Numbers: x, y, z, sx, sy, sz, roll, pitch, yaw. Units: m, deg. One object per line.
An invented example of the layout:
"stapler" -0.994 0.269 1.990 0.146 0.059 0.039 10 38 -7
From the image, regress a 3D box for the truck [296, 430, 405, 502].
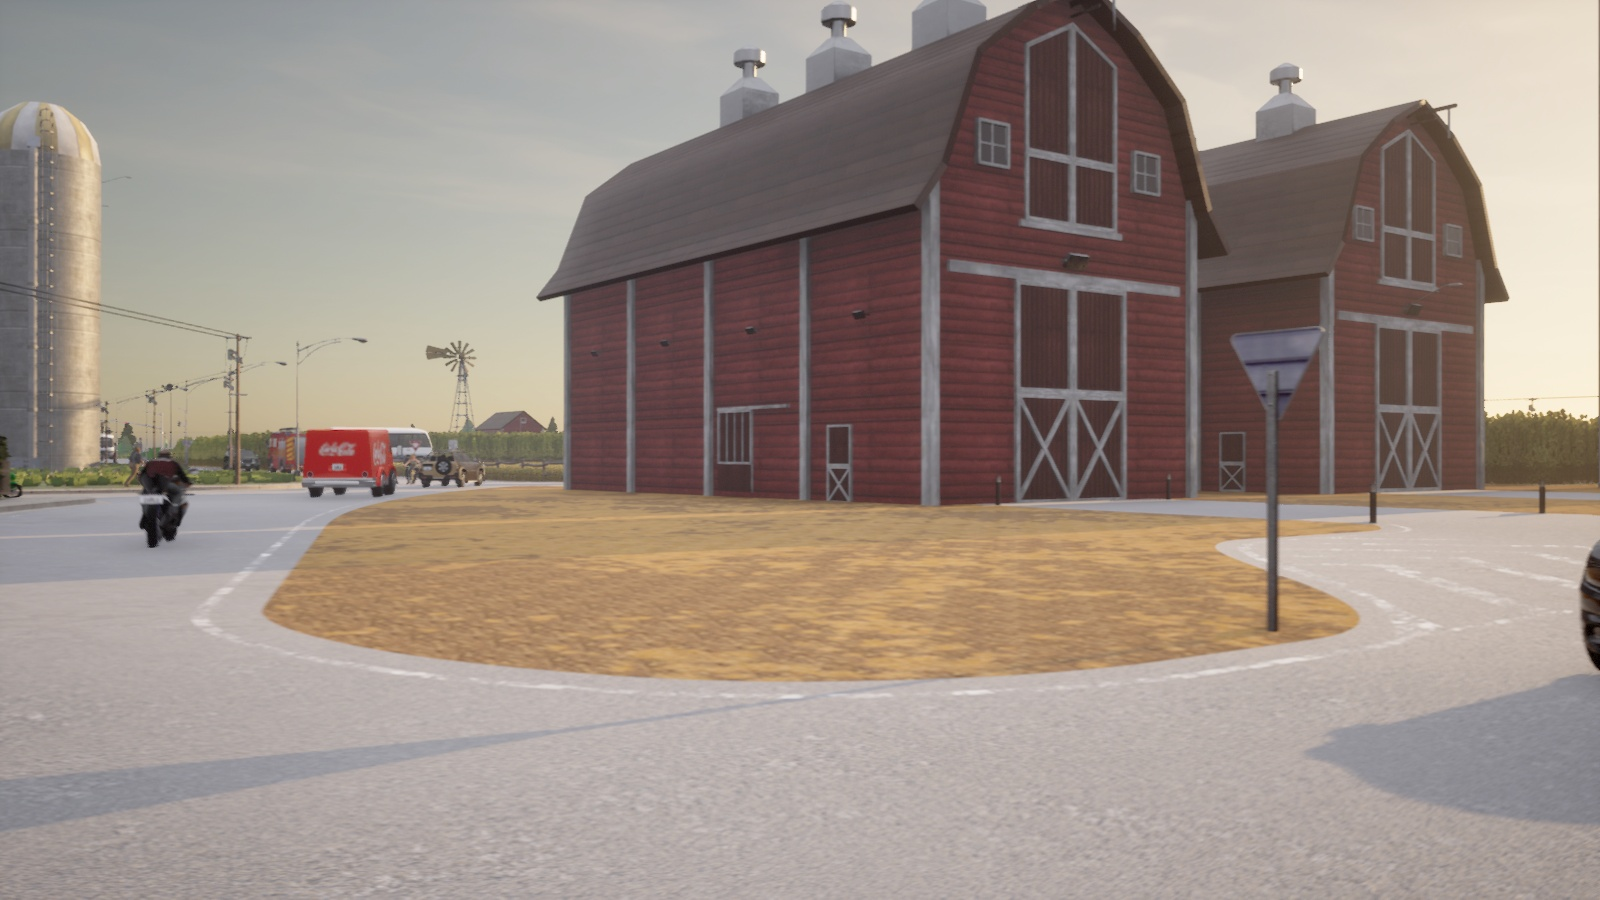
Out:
"truck" -16.249 0.516 45.721 2.627 2.467 5.204 0 0 -6

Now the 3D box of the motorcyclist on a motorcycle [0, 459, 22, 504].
"motorcyclist on a motorcycle" -28.300 1.097 43.695 2.044 1.523 0.797 0 0 -28

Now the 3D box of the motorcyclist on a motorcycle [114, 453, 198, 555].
"motorcyclist on a motorcycle" -10.274 0.822 20.117 0.866 1.530 2.191 0 0 -18

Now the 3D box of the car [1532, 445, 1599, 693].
"car" 7.300 0.730 8.726 5.008 1.535 1.882 0 0 -35

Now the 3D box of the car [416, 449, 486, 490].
"car" -16.655 0.909 60.096 1.932 1.855 4.605 0 0 2

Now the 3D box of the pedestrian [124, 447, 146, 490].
"pedestrian" -28.878 0.790 54.507 0.540 1.848 0.694 0 0 41
